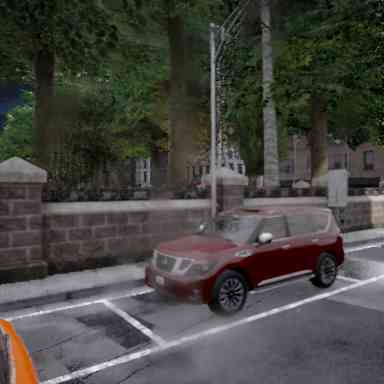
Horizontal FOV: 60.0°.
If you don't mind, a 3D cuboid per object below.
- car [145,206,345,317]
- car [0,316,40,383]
[{"bbox_3d":[1.461,1.288,7.581,5.009,1.841,2.192,0,0,-36],"label":"car"},{"bbox_3d":[-2.902,1.361,1.182,4.553,1.767,2.097,0,0,-36],"label":"car"}]
